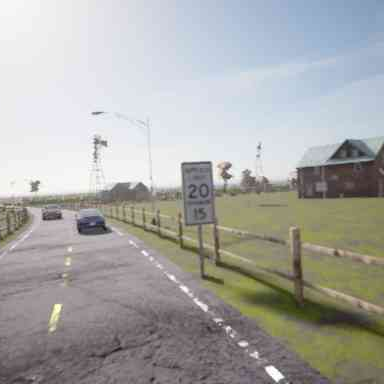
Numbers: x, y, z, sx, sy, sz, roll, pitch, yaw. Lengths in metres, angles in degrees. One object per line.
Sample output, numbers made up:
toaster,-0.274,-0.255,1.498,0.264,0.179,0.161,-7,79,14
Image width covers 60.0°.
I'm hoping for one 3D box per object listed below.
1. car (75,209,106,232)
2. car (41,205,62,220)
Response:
car,-7.251,1.938,23.667,1.812,1.442,4.674,-4,0,-21
car,-16.876,2.339,39.959,2.097,1.767,4.553,-4,0,-24
